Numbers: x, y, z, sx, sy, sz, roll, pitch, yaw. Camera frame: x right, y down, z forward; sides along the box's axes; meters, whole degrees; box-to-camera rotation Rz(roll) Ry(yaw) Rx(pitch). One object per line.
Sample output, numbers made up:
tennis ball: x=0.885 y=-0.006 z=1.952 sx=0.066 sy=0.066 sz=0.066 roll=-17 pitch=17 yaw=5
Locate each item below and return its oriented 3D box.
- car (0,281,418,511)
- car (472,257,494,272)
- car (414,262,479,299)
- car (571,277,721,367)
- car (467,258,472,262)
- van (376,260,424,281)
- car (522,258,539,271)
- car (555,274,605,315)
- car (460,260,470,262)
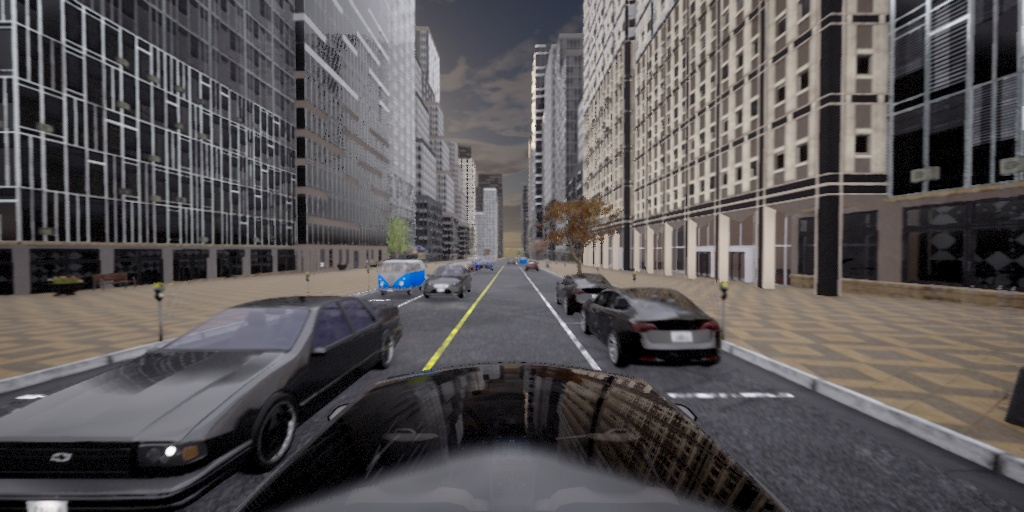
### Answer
car: x=-3.101 y=1.300 z=5.057 sx=2.033 sy=1.411 sz=5.357 roll=0 pitch=0 yaw=0
car: x=-3.072 y=0.935 z=41.276 sx=1.882 sy=1.535 sz=5.008 roll=0 pitch=0 yaw=0
car: x=-3.110 y=1.235 z=18.146 sx=2.128 sy=1.511 sz=4.902 roll=0 pitch=0 yaw=0
car: x=2.684 y=1.306 z=7.729 sx=1.948 sy=1.339 sz=4.313 roll=0 pitch=0 yaw=0
car: x=-5.760 y=1.269 z=41.293 sx=1.751 sy=1.417 sz=4.829 roll=0 pitch=0 yaw=0
van: x=-5.718 y=1.087 z=18.963 sx=1.690 sy=1.789 sz=3.998 roll=0 pitch=0 yaw=0
car: x=2.610 y=1.314 z=47.104 sx=1.802 sy=1.307 sz=4.207 roll=0 pitch=0 yaw=0
car: x=2.673 y=1.302 z=13.354 sx=1.948 sy=1.339 sz=4.313 roll=0 pitch=0 yaw=0
car: x=-5.750 y=1.293 z=35.838 sx=2.007 sy=1.370 sz=4.403 roll=0 pitch=0 yaw=0
